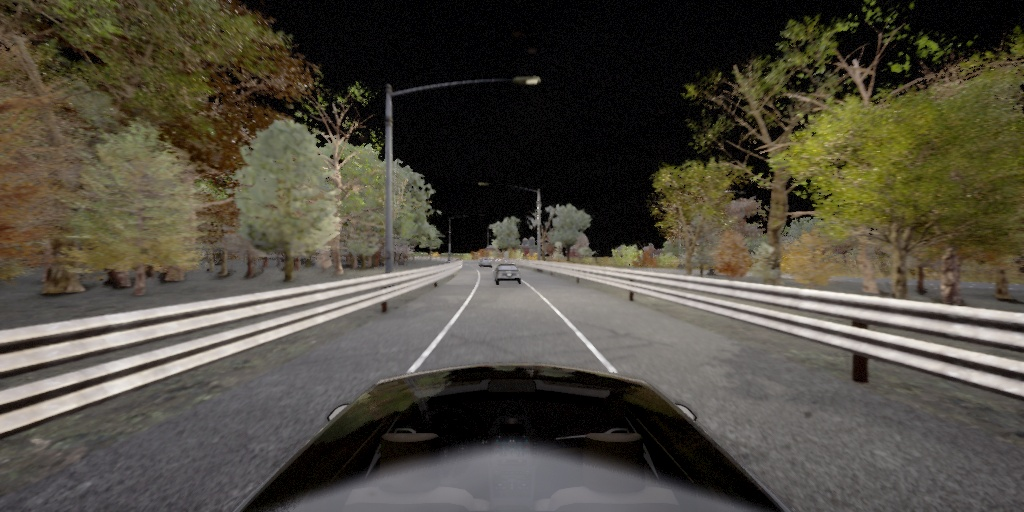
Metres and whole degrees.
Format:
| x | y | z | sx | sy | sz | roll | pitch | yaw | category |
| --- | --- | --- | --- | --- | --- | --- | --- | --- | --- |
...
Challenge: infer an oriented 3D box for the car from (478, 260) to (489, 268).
| x | y | z | sx | sy | sz | roll | pitch | yaw | category |
| --- | --- | --- | --- | --- | --- | --- | --- | --- | --- |
| -4.617 | 1.281 | 61.360 | 1.994 | 1.385 | 4.181 | 0 | 0 | -10 | car |

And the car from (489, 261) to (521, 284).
| x | y | z | sx | sy | sz | roll | pitch | yaw | category |
| --- | --- | --- | --- | --- | --- | --- | --- | --- | --- |
| -0.423 | 1.299 | 26.754 | 2.033 | 1.411 | 5.357 | 0 | 0 | -5 | car |
